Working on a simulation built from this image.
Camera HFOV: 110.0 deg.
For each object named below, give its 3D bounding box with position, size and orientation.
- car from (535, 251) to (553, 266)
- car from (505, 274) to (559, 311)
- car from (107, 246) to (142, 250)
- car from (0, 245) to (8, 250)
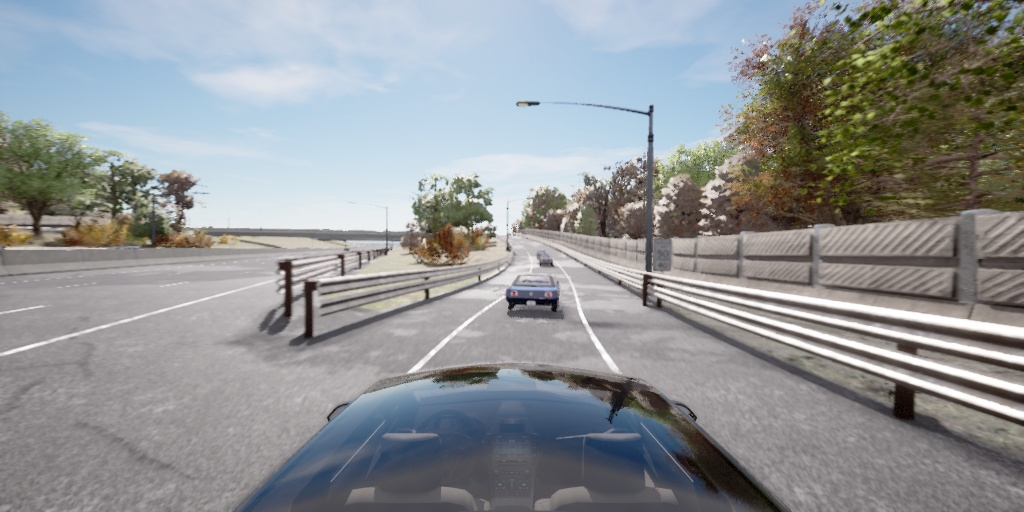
[{"bbox_3d":[4.298,0.476,46.227,2.033,1.411,5.357,1,3,2],"label":"car"},{"bbox_3d":[0.990,1.371,14.759,1.895,1.301,4.718,1,0,8],"label":"car"},{"bbox_3d":[-37.811,-0.211,34.740,2.097,1.767,4.553,0,1,-18],"label":"car"},{"bbox_3d":[-43.215,-0.142,28.723,2.097,1.767,4.553,0,1,-18],"label":"car"}]
